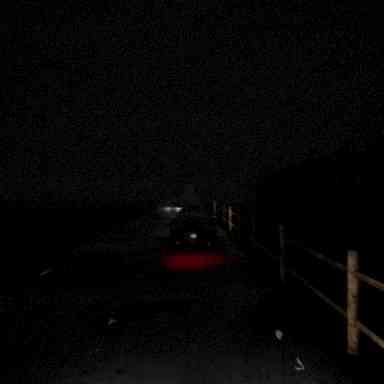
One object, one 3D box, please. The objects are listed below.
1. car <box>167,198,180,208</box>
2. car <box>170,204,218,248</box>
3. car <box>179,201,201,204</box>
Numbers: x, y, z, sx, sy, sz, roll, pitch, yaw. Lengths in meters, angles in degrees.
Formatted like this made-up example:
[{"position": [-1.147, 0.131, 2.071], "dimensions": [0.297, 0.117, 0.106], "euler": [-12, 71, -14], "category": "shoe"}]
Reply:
[{"position": [-2.818, 1.615, 51.166], "dimensions": [1.812, 1.442, 4.674], "euler": [0, 0, 0], "category": "car"}, {"position": [0.078, 1.500, 14.901], "dimensions": [1.882, 1.535, 5.008], "euler": [0, 0, 0], "category": "car"}, {"position": [0.079, 1.536, 30.695], "dimensions": [1.882, 1.535, 5.008], "euler": [-1, 0, 0], "category": "car"}]
